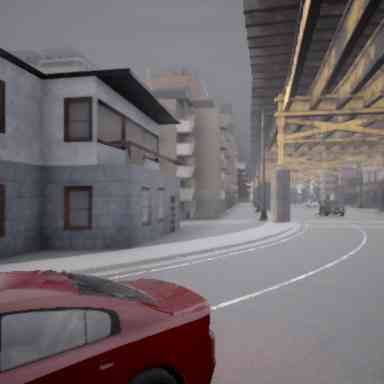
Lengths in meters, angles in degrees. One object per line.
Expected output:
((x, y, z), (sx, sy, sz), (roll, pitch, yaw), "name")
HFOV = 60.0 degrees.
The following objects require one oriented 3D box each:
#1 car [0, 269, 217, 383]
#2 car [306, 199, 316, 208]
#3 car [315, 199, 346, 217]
((-2.052, 1.513, 2.689), (5.008, 1.535, 1.882), (0, 0, -37), "car")
((29.084, 2.724, 80.247), (2.150, 2.045, 5.566), (0, -1, 10), "car")
((17.477, 2.002, 41.739), (2.150, 2.045, 5.566), (0, -2, 10), "car")
